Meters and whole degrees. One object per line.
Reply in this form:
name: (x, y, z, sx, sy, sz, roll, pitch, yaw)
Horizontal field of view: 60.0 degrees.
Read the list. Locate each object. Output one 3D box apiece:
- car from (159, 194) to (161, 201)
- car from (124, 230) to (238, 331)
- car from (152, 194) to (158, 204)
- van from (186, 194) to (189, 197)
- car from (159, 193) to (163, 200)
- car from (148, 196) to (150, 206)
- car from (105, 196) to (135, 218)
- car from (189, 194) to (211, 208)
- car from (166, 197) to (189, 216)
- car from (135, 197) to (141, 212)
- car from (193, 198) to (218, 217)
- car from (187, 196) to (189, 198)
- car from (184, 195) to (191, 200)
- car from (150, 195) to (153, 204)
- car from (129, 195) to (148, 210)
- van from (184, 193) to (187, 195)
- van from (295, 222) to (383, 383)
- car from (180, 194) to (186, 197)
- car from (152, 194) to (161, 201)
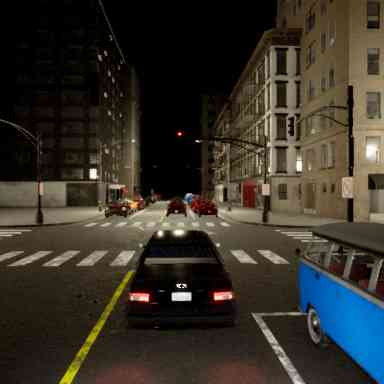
car: (-8.518, 1.572, 73.466, 1.802, 1.307, 4.206, 0, 0, -2)
car: (-0.260, 1.547, 7.278, 2.033, 1.411, 5.357, 0, 0, -2)
car: (-8.050, 1.545, 62.657, 2.008, 1.369, 4.403, 0, 0, -2)
van: (0.435, 1.339, 52.196, 1.690, 1.788, 3.998, 0, 0, -2)
car: (-8.752, 1.304, 78.870, 2.192, 1.841, 5.009, 0, 0, -2)
car: (-7.341, 1.524, 46.274, 1.752, 1.417, 4.829, 0, 0, -2)
car: (-6.646, 1.440, 30.231, 1.967, 1.590, 4.097, 0, 0, -2)
car: (1.137, 1.315, 35.982, 2.192, 1.841, 5.009, 0, 0, -2)
car: (-1.404, 1.526, 31.818, 1.812, 1.442, 4.674, 0, 0, -1)
car: (-6.873, 1.525, 35.465, 1.752, 1.417, 4.829, 0, 0, -2)
car: (1.371, 1.545, 30.578, 1.887, 1.381, 4.507, 0, 0, -2)
car: (0.669, 1.544, 46.791, 1.887, 1.381, 4.507, 0, 0, -2)
car: (-1.203, 1.530, 90.026, 1.887, 1.381, 4.507, 0, 0, -2)
car: (-7.582, 1.564, 51.848, 1.947, 1.339, 4.313, 0, 0, -2)
car: (-7.114, 1.315, 41.039, 2.192, 1.841, 5.009, 0, 0, -2)
van: (-0.501, 1.332, 73.813, 1.690, 1.788, 3.998, 0, 0, -2)
van: (2.534, 1.341, 3.723, 1.690, 1.788, 3.998, 0, 0, -2)
car: (-2.572, 1.543, 60.666, 2.033, 1.411, 5.357, 0, 0, -2)
car: (-8.986, 1.427, 84.275, 1.967, 1.590, 4.097, 0, 0, -2)
